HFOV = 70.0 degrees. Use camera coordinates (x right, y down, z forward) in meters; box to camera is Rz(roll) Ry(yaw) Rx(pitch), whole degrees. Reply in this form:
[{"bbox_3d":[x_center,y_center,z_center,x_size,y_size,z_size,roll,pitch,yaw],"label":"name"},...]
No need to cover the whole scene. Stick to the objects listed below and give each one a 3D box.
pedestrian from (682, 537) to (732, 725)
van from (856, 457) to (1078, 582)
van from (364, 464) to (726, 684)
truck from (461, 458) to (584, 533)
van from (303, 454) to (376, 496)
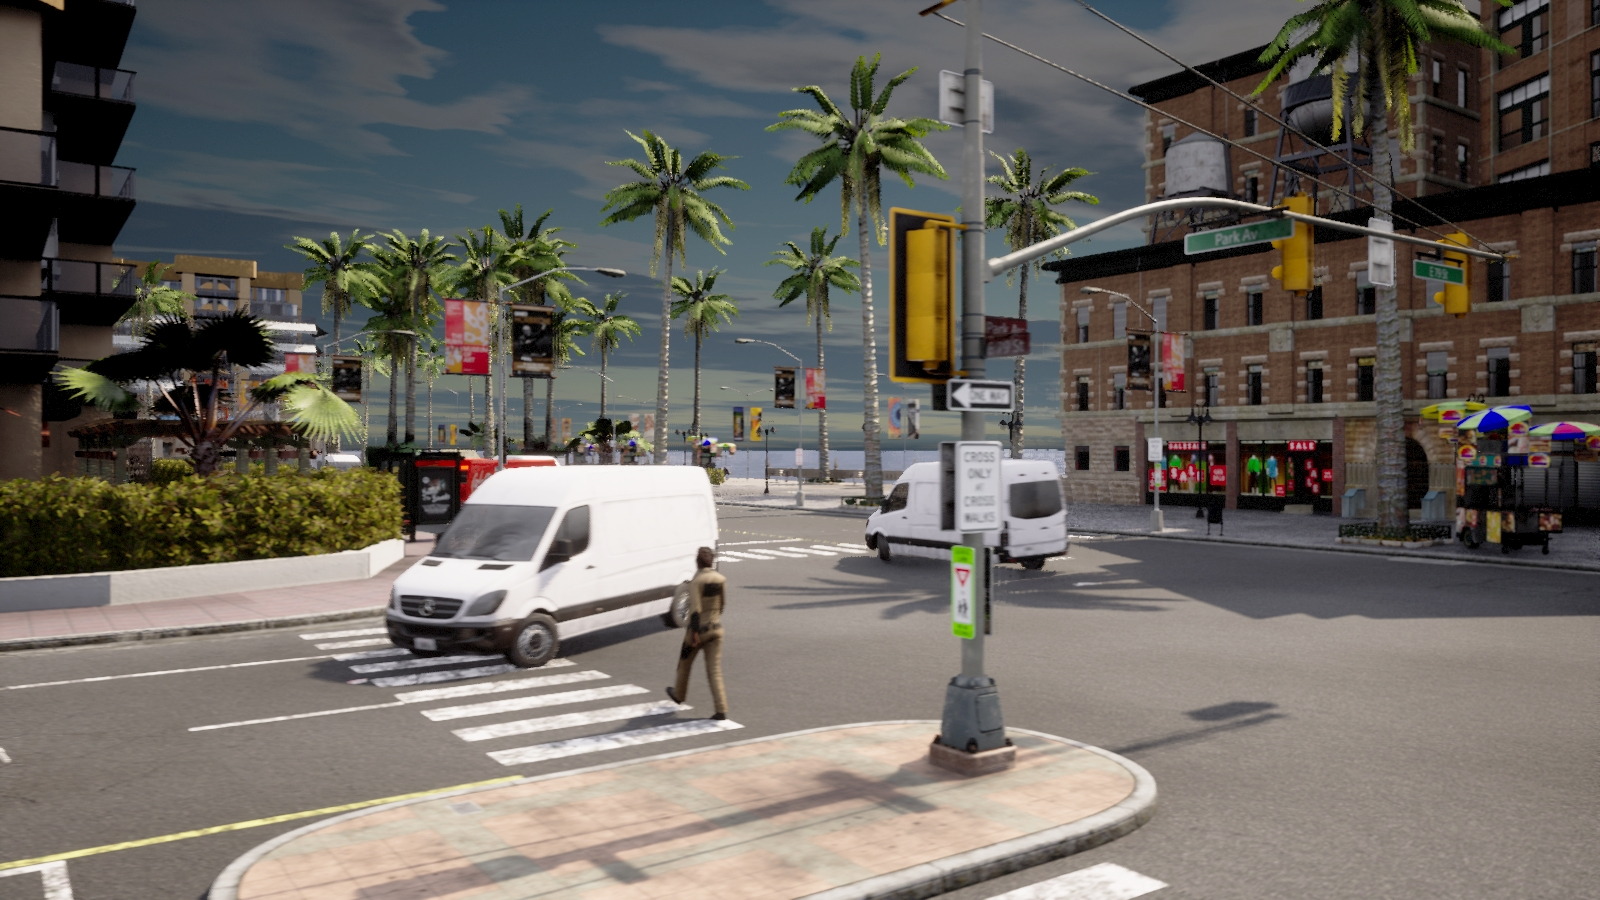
[{"bbox_3d":[-0.960,1.848,11.814,0.375,1.860,0.375,0,0,-36],"label":"pedestrian"},{"bbox_3d":[3.876,1.534,27.912,1.988,2.561,5.915,-4,2,-31],"label":"van"},{"bbox_3d":[-3.413,1.534,16.871,1.988,2.561,5.915,0,0,25],"label":"van"},{"bbox_3d":[-10.142,1.566,41.390,2.627,2.467,5.204,0,0,-35],"label":"truck"},{"bbox_3d":[-29.255,1.534,72.490,5.915,2.561,1.988,0,0,43],"label":"van"}]
